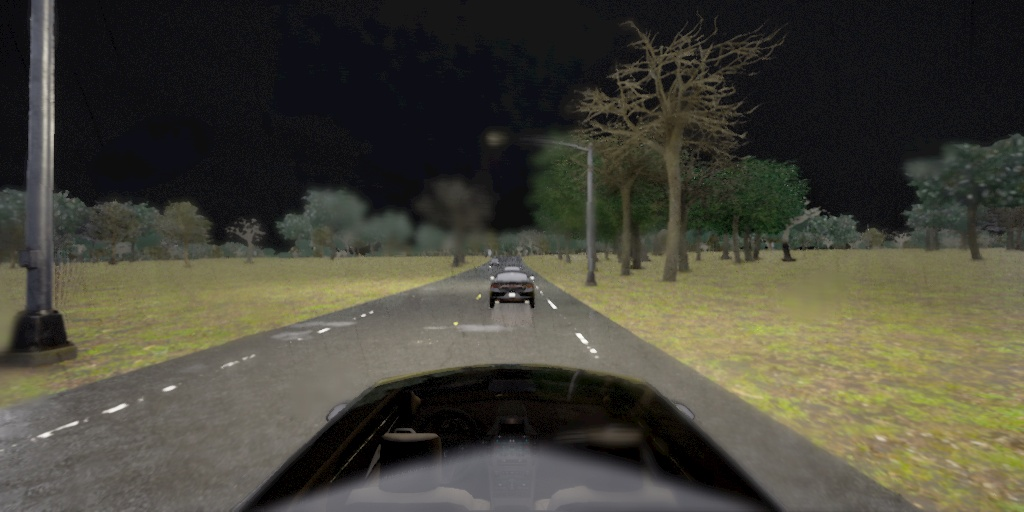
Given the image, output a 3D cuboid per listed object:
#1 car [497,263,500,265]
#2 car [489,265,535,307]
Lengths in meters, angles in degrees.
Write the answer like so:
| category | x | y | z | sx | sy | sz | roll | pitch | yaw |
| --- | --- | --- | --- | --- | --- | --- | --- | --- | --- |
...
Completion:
| category | x | y | z | sx | sy | sz | roll | pitch | yaw |
| --- | --- | --- | --- | --- | --- | --- | --- | --- | --- |
| car | 0.013 | 1.529 | 30.845 | 2.033 | 1.411 | 5.357 | 0 | 0 | 0 |
| car | 0.010 | 1.364 | 16.324 | 1.882 | 1.535 | 5.008 | 0 | 0 | 0 |
